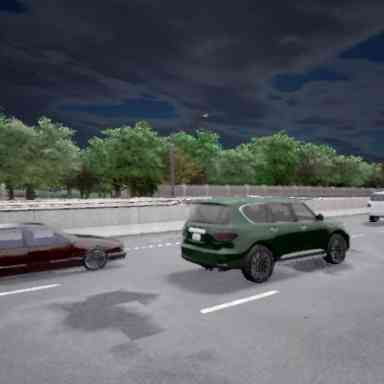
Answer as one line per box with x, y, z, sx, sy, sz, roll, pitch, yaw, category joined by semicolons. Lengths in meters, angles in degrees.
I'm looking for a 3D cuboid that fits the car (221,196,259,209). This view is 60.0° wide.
6.182;1.280;42.859;4.892;1.490;1.837;0;0;-36;car

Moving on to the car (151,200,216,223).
-0.594;1.416;25.094;4.674;1.442;1.812;-1;0;-36;car

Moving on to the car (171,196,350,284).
2.291;1.162;9.694;5.566;2.045;2.150;-1;0;-36;car

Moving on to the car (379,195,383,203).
39.849;1.436;66.864;4.902;1.511;2.128;1;0;-36;car

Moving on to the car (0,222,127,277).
-4.562;1.546;9.090;5.357;1.411;2.033;-1;0;-36;car

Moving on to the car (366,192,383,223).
13.945;1.010;22.349;5.566;2.045;2.150;-1;0;-36;car

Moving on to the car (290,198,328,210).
14.111;1.351;39.925;4.718;1.301;1.895;0;0;-36;car
